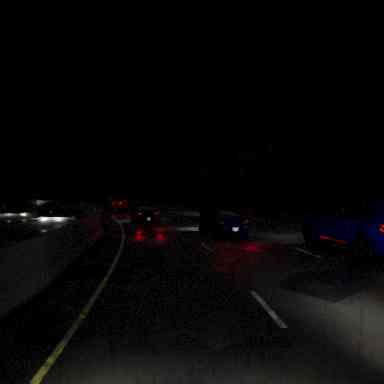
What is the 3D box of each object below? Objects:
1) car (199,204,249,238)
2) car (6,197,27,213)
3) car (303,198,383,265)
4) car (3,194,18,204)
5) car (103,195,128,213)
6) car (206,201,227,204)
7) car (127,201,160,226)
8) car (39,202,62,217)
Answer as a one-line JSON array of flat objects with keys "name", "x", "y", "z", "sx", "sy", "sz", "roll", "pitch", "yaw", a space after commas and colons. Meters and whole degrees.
[{"name": "car", "x": 1.615, "y": 1.574, "z": 17.849, "sx": 1.812, "sy": 1.442, "sz": 4.674, "roll": 0, "pitch": 0, "yaw": -10}, {"name": "car", "x": -21.337, "y": 1.714, "z": 40.525, "sx": 1.882, "sy": 1.535, "sz": 5.008, "roll": 0, "pitch": 0, "yaw": -29}, {"name": "car", "x": 6.112, "y": 1.240, "z": 12.026, "sx": 2.150, "sy": 2.045, "sz": 5.566, "roll": 0, "pitch": 0, "yaw": -7}, {"name": "car", "x": -37.028, "y": 1.406, "z": 68.008, "sx": 2.150, "sy": 2.045, "sz": 5.566, "roll": 0, "pitch": 0, "yaw": -39}, {"name": "car", "x": -9.241, "y": 1.375, "z": 40.195, "sx": 2.150, "sy": 2.045, "sz": 5.566, "roll": 0, "pitch": 0, "yaw": -25}, {"name": "car", "x": 2.115, "y": 1.566, "z": 30.131, "sx": 2.128, "sy": 1.511, "sz": 4.902, "roll": 0, "pitch": 0, "yaw": -17}, {"name": "car", "x": -3.469, "y": 1.611, "z": 24.285, "sx": 1.812, "sy": 1.442, "sz": 4.674, "roll": 0, "pitch": 0, "yaw": -15}, {"name": "car", "x": -13.980, "y": 1.730, "z": 33.036, "sx": 1.994, "sy": 1.385, "sz": 4.181, "roll": 0, "pitch": 0, "yaw": -23}]
